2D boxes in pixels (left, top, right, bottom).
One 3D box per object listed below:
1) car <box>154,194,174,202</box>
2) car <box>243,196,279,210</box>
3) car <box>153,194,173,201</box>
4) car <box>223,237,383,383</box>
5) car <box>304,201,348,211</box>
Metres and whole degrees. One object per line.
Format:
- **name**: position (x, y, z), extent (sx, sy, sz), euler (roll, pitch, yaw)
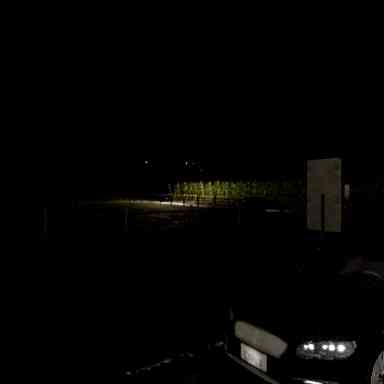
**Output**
- **car**: position (-5.079, 1.130, 61.391), extent (1.837, 1.490, 4.892), euler (0, 0, -32)
- **car**: position (8.310, 1.314, 40.272), extent (1.837, 1.490, 4.892), euler (0, 0, -33)
- **car**: position (-6.093, 1.119, 69.911), extent (2.033, 1.411, 5.357), euler (0, 0, -31)
- **car**: position (2.645, 1.492, 4.968), extent (4.902, 1.511, 2.128), euler (0, 0, -36)
- **car**: position (14.787, 1.358, 37.071), extent (2.128, 1.511, 4.902), euler (0, 0, -33)
